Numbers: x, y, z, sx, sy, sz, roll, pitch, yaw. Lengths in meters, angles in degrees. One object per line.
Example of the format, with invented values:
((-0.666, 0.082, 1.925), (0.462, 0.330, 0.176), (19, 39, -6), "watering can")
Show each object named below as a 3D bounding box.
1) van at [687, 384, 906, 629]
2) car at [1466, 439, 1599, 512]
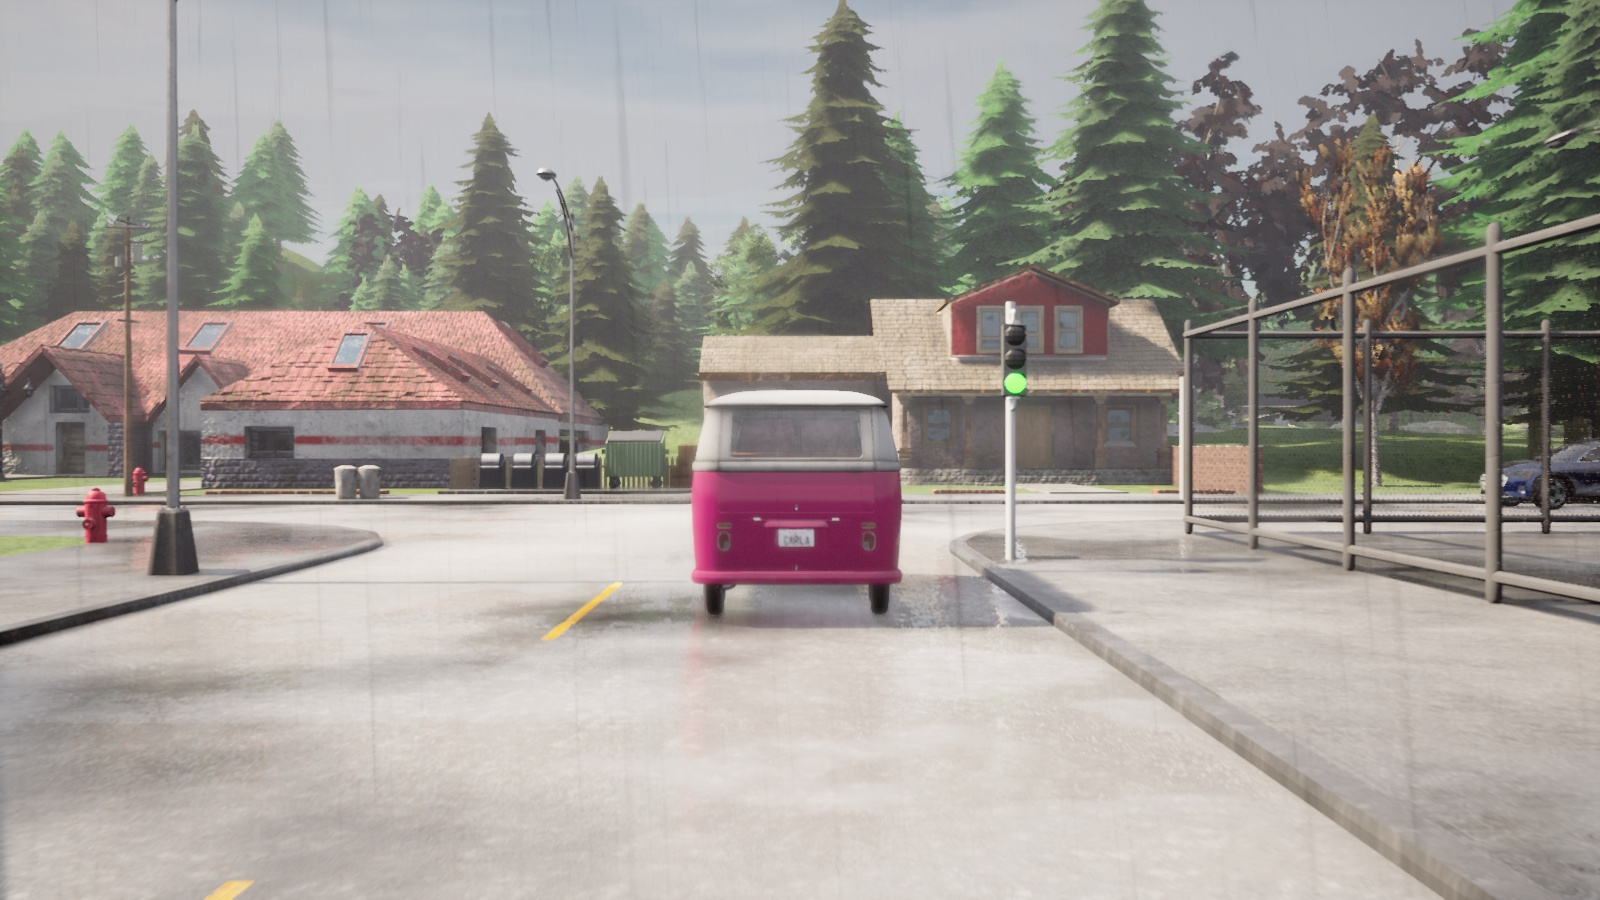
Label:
((-0.024, 0.449, 12.416), (1.775, 1.987, 4.442), (0, 0, 0), "van")
((18.585, 0.570, 29.436), (4.856, 1.649, 2.033), (0, 0, -1), "car")
